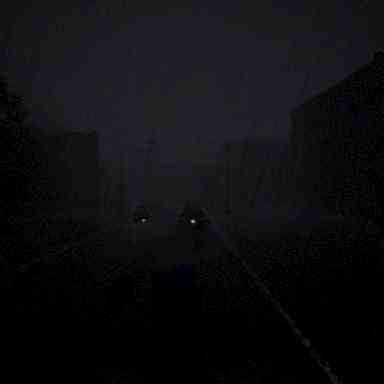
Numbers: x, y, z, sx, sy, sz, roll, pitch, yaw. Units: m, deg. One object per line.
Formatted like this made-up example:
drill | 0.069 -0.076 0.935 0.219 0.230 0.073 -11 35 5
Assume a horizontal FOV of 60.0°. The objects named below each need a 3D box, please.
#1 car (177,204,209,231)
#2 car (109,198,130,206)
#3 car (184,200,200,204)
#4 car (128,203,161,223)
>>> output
car | 0.064 1.753 22.057 1.994 1.385 4.181 0 0 0
car | -14.842 2.011 68.021 4.902 1.511 2.128 -1 2 29
car | 0.030 1.753 41.344 1.882 1.535 5.008 0 0 0
car | -3.643 1.774 27.738 2.033 1.411 5.357 0 0 0
